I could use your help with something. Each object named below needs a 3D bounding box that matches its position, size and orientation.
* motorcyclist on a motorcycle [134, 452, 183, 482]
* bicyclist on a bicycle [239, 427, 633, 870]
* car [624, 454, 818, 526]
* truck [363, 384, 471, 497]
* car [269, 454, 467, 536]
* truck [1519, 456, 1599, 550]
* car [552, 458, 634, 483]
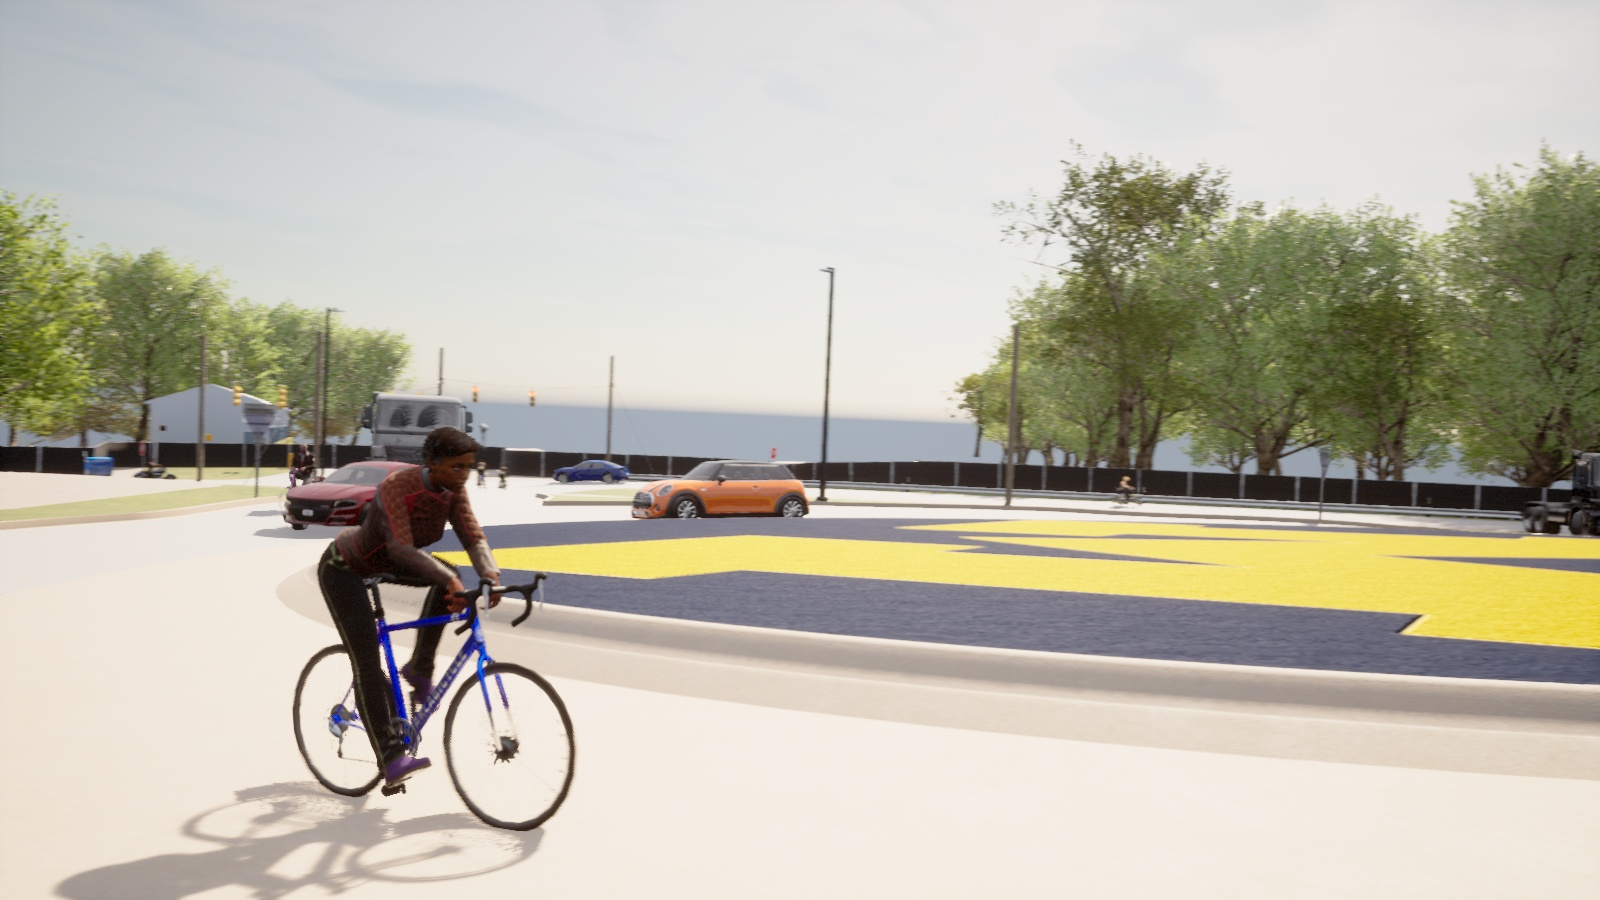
[{"bbox_3d":[-37.268,1.007,72.972,2.350,1.649,0.766,3,1,-39],"label":"motorcyclist on a motorcycle"},{"bbox_3d":[-1.551,0.719,5.263,1.656,1.620,0.582,1,0,30],"label":"bicyclist on a bicycle"},{"bbox_3d":[-2.044,1.053,32.671,4.553,1.767,2.097,2,-2,-28],"label":"car"},{"bbox_3d":[-13.391,-0.223,43.479,2.891,3.462,7.936,3,-2,-21],"label":"truck"},{"bbox_3d":[-9.798,0.944,28.963,1.882,1.535,5.008,3,2,13],"label":"car"},{"bbox_3d":[31.494,2.031,49.708,2.891,3.462,7.936,2,0,12],"label":"truck"},{"bbox_3d":[-13.615,1.338,82.619,5.008,1.535,1.882,1,2,8],"label":"car"}]
